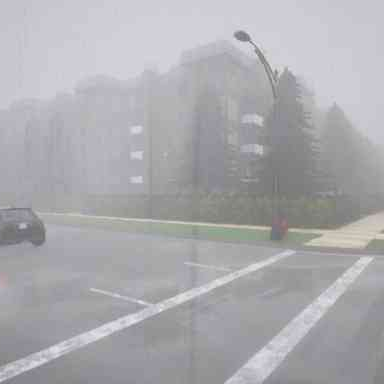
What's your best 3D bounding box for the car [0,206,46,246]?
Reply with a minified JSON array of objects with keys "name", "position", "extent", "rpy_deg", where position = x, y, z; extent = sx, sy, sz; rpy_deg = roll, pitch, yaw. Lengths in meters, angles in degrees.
[{"name":"car","position":[-8.245,1.363,14.050],"extent":[4.553,1.767,2.097],"rpy_deg":[0,0,36]}]
